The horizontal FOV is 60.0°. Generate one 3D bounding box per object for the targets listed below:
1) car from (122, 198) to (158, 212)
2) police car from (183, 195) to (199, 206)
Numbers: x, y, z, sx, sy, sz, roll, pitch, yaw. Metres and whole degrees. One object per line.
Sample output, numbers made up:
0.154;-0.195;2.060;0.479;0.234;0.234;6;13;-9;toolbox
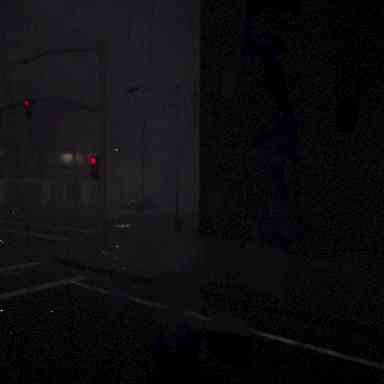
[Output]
-5.566;1.387;35.898;1.994;1.385;4.181;0;0;35;car
0.520;1.224;50.571;1.930;1.638;5.238;0;0;35;police car
